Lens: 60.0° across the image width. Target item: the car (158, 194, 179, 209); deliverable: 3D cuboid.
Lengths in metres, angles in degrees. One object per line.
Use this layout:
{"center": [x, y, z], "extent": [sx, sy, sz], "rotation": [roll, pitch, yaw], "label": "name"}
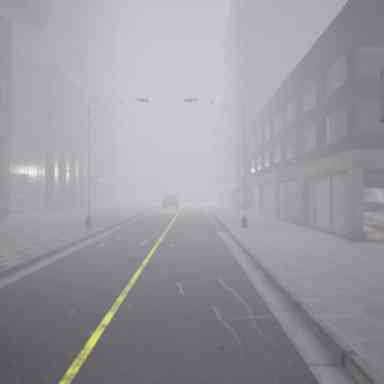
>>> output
{"center": [-3.008, 1.307, 46.527], "extent": [2.150, 2.045, 5.566], "rotation": [0, 0, 0], "label": "car"}
